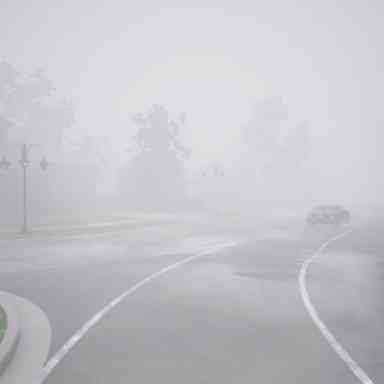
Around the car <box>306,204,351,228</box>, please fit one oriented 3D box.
[{"bbox_3d":[9.146,1.517,22.097,2.033,1.411,5.357,0,0,35],"label":"car"}]
